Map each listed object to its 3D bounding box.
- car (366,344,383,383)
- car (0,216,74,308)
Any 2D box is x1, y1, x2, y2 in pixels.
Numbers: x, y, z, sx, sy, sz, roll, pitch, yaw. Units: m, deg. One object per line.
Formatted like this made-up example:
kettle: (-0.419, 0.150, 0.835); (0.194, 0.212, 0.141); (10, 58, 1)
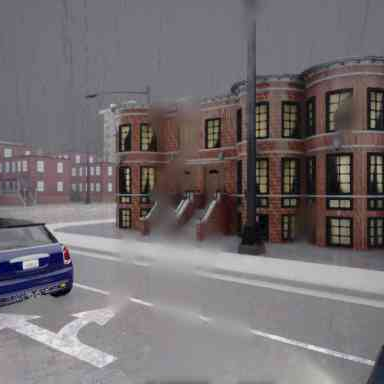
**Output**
car: (3.662, 1.548, 1.376); (5.357, 1.411, 2.033); (0, 0, 36)
car: (-4.716, 1.352, 7.355); (4.553, 1.767, 2.097); (0, 0, 35)
